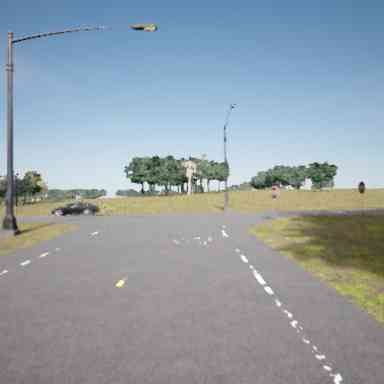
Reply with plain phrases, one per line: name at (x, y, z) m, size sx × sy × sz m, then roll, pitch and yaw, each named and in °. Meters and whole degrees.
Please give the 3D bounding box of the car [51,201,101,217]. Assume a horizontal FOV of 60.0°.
car at (-11.934, 1.760, 34.226) m, size 4.892 × 1.490 × 1.837 m, roll -1°, pitch -2°, yaw 0°
